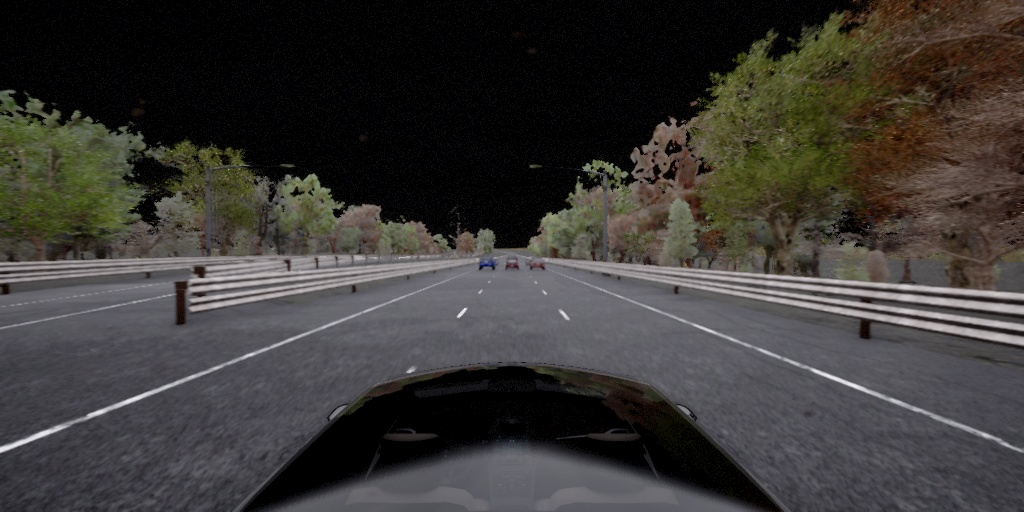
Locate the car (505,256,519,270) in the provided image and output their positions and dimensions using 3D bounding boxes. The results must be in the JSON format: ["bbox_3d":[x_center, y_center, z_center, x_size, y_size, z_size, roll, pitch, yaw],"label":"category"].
[{"bbox_3d":[0.036,1.173,50.838,1.882,1.535,5.008,0,0,0],"label":"car"}]

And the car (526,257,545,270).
[{"bbox_3d":[3.535,1.048,51.129,2.097,1.767,4.553,0,0,0],"label":"car"}]

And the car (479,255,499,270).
[{"bbox_3d":[-3.465,0.916,50.760,2.150,2.045,5.566,0,0,0],"label":"car"}]
